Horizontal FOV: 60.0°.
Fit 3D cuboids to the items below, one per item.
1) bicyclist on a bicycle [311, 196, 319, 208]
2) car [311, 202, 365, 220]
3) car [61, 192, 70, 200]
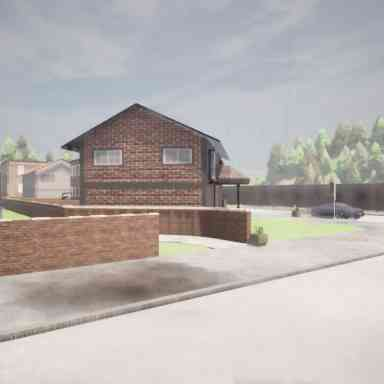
[{"bbox_3d":[14.683,1.349,39.508,1.656,1.620,0.582,0,0,-36],"label":"bicyclist on a bicycle"},{"bbox_3d":[12.336,1.564,28.337,1.994,1.385,4.181,0,0,-36],"label":"car"},{"bbox_3d":[-14.083,0.973,38.794,1.905,1.878,3.866,0,0,-35],"label":"car"}]
